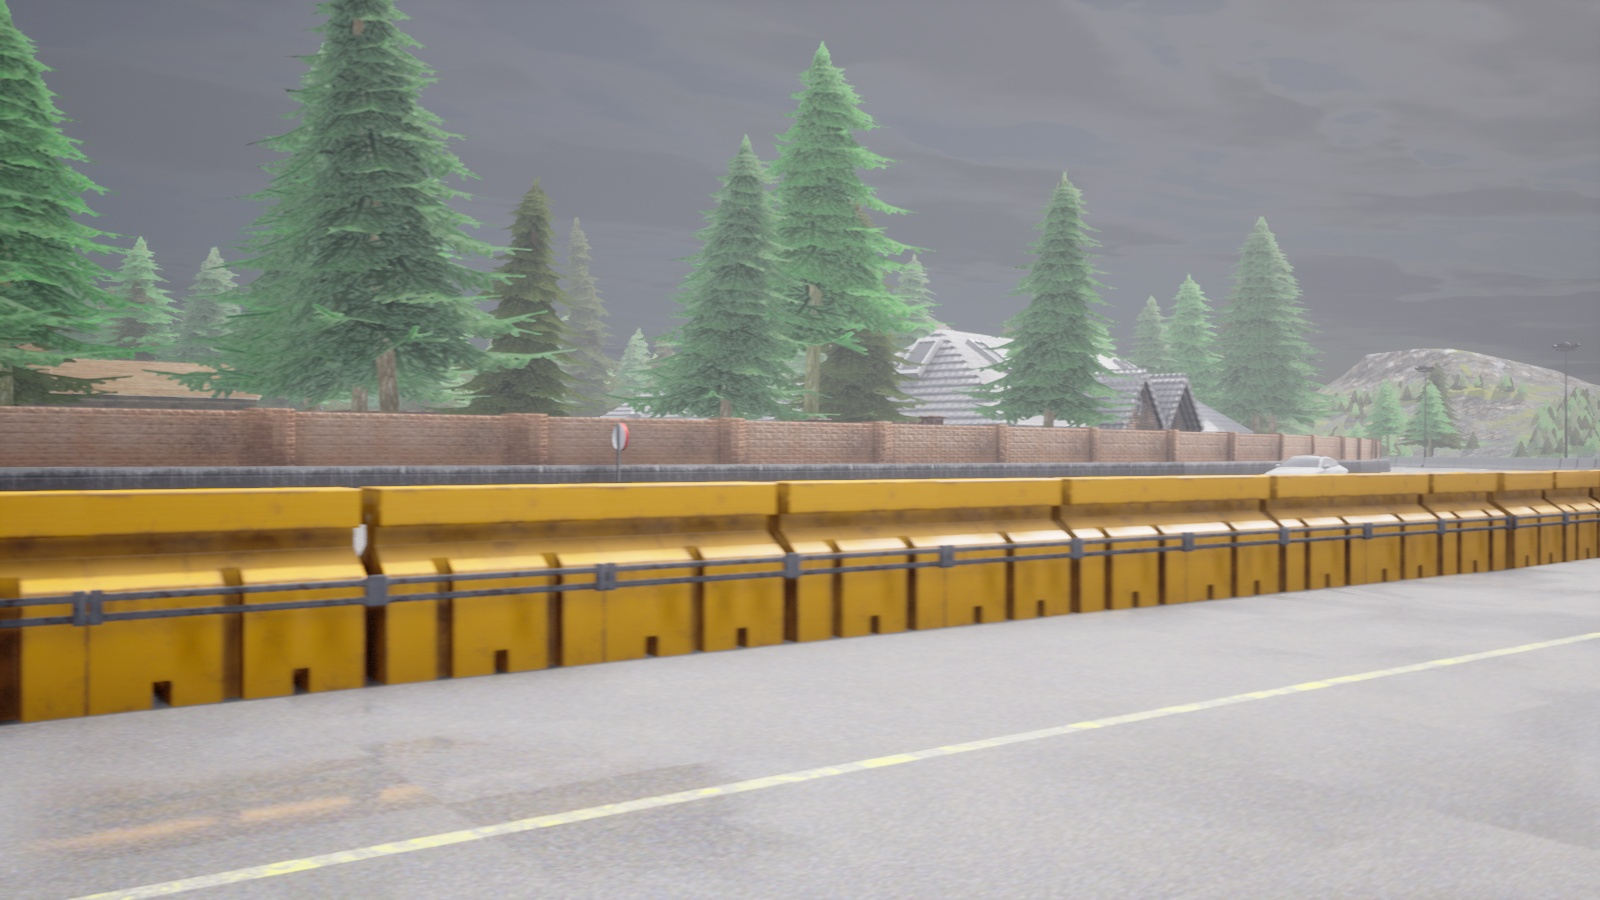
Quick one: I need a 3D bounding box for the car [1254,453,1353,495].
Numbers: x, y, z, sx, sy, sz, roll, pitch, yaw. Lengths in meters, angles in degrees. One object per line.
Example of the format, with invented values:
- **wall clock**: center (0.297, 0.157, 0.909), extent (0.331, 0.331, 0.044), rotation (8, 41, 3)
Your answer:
- **car**: center (18.472, 0.844, 45.975), extent (1.812, 1.442, 4.674), rotation (0, 0, 43)
